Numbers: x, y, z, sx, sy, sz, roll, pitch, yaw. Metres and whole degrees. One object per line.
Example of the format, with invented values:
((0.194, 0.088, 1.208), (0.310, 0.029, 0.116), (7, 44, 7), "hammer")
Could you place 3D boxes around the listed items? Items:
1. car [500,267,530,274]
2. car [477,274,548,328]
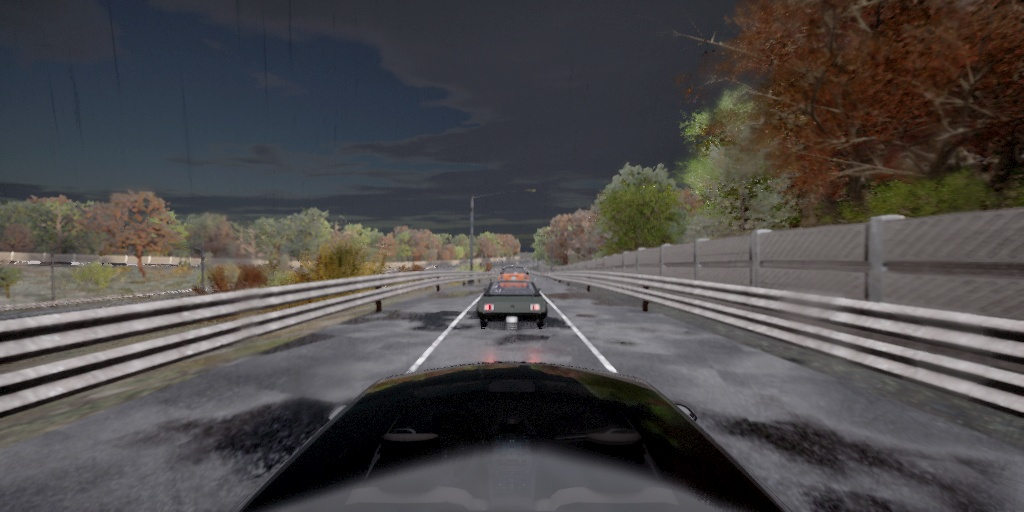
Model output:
((0.172, 1.561, 26.042), (2.097, 1.767, 4.553), (0, -2, 1), "car")
((0.004, 1.404, 11.573), (1.895, 1.301, 4.718), (0, -1, 0), "car")
